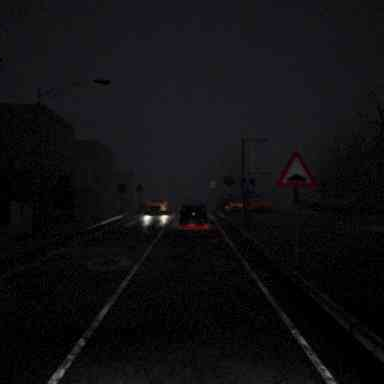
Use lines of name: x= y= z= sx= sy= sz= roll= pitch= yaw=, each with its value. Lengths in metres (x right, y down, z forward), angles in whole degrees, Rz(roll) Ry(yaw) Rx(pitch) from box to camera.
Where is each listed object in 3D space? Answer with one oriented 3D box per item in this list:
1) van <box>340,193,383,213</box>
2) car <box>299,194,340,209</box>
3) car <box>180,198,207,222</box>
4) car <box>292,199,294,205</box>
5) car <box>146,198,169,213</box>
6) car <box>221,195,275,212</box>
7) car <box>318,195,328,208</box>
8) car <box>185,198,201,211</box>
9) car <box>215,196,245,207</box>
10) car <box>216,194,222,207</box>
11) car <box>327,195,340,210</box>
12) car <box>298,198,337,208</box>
van: x=18.446 y=1.137 z=34.977 sx=4.442 sy=1.987 sz=1.878 roll=0 pitch=-1 yaw=0
car: x=18.449 y=1.273 z=46.151 sx=5.566 sy=2.045 sz=2.435 roll=0 pitch=-1 yaw=-1
car: x=0.105 y=1.325 z=24.627 sx=1.882 sy=1.535 sz=5.008 roll=0 pitch=0 yaw=0
car: x=18.383 y=1.397 z=51.611 sx=5.566 sy=2.045 sz=2.435 roll=0 pitch=-1 yaw=-1
car: x=-3.360 y=1.305 z=32.571 sx=1.882 sy=1.535 sz=5.008 roll=0 pitch=-2 yaw=0
car: x=6.105 y=1.363 z=35.529 sx=5.366 sy=1.575 sz=1.946 roll=0 pitch=-1 yaw=0
car: x=18.707 y=1.425 z=40.432 sx=5.366 sy=1.575 sz=1.946 roll=0 pitch=-1 yaw=0
car: x=0.068 y=1.470 z=41.008 sx=1.837 sy=1.490 sz=4.892 roll=0 pitch=-1 yaw=0
car: x=6.149 y=1.568 z=53.628 sx=4.553 sy=1.767 sz=2.185 roll=0 pitch=-1 yaw=-1
car: x=6.219 y=1.302 z=47.679 sx=5.566 sy=2.045 sz=2.435 roll=0 pitch=-1 yaw=-1
car: x=18.727 y=1.390 z=37.771 sx=5.366 sy=1.575 sz=1.946 roll=0 pitch=-1 yaw=0
car: x=18.438 y=1.587 z=48.937 sx=4.892 sy=1.521 sz=2.231 roll=0 pitch=-1 yaw=-1
